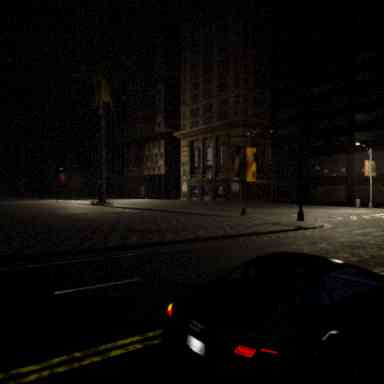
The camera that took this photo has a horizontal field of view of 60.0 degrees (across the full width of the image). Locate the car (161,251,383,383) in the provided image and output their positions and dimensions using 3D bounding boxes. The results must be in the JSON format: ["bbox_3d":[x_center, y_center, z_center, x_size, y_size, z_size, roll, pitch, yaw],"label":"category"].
[{"bbox_3d":[1.674,1.564,4.633,4.181,1.385,1.994,0,0,-35],"label":"car"}]
